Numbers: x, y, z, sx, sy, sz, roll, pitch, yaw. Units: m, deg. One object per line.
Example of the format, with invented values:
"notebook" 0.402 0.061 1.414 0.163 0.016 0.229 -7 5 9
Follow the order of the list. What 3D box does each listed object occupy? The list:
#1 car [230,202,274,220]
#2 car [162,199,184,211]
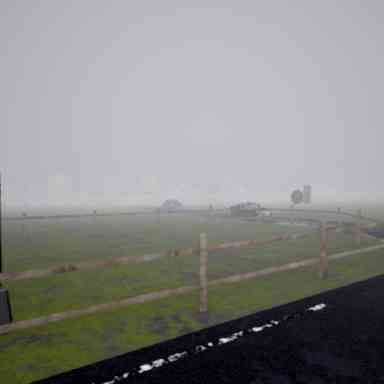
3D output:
"car" 5.182 1.621 29.203 2.128 1.511 4.902 0 -1 -23
"car" -2.747 1.816 47.697 2.097 1.767 4.553 0 -1 -23
